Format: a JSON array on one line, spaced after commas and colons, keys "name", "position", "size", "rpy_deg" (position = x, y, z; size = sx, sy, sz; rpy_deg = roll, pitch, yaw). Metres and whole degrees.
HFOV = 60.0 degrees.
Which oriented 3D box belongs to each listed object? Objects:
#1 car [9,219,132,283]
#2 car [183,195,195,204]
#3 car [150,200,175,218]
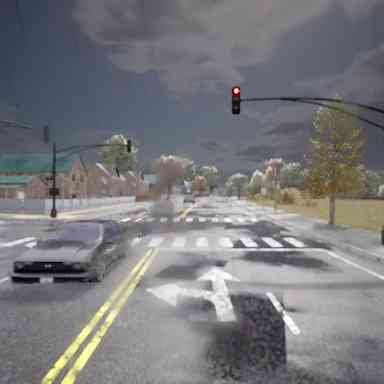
[{"name": "car", "position": [-3.111, 1.542, 9.917], "size": [2.033, 1.411, 5.357], "rpy_deg": [0, 0, 1]}, {"name": "car", "position": [-0.550, 1.372, 64.122], "size": [2.097, 1.767, 4.553], "rpy_deg": [0, 0, 4]}, {"name": "car", "position": [-2.559, 1.552, 29.620], "size": [1.837, 1.490, 4.892], "rpy_deg": [0, 2, 2]}]
